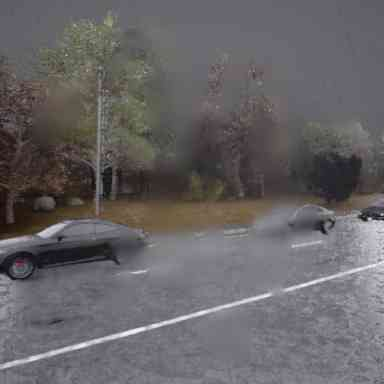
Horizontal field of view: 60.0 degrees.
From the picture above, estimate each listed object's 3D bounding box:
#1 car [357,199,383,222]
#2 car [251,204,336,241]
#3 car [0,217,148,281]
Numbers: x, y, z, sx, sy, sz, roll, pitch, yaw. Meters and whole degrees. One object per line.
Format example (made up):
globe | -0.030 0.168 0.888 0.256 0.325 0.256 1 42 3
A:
car | 12.962 1.168 21.723 5.357 1.411 2.033 -2 1 -35
car | 4.970 1.359 16.065 4.902 1.511 2.128 -1 1 -35
car | -3.577 1.520 10.020 4.674 1.442 1.812 0 0 -35
